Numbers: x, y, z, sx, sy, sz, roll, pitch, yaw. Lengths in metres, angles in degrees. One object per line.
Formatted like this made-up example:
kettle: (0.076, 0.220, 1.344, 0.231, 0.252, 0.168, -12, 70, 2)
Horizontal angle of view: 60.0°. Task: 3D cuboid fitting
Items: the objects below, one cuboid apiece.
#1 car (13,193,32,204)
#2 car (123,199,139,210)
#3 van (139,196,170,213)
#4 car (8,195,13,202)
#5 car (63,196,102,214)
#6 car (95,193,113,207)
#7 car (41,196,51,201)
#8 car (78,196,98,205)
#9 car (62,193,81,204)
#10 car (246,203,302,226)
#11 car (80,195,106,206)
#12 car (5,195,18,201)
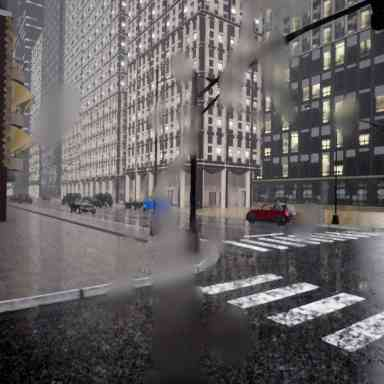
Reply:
car: (-30.507, 1.155, 60.539, 2.192, 1.841, 5.009, 1, -1, -35)
car: (-7.323, 1.584, 42.365, 2.008, 1.369, 4.403, 1, -1, -35)
van: (-4.048, 1.381, 37.762, 1.690, 1.788, 3.998, 1, -1, -35)
car: (-37.054, 1.397, 69.746, 1.947, 1.339, 4.313, 1, -1, -35)
car: (-10.882, 1.427, 32.908, 2.008, 1.369, 4.403, 1, -1, -35)
car: (-14.472, 1.255, 53.157, 2.150, 2.045, 5.566, 1, -1, -35)
car: (-36.767, 1.570, 83.807, 1.802, 1.307, 4.206, 1, -1, -35)
car: (-18.482, 1.525, 58.859, 1.837, 1.490, 4.892, 1, -1, -35)
car: (-20.027, 1.182, 55.613, 2.150, 2.045, 5.566, 1, -1, -35)
car: (5.766, 1.504, 23.947, 1.967, 1.590, 4.097, 1, -1, -35)
car: (-14.564, 1.535, 48.011, 1.994, 1.385, 4.181, 1, -1, -37)
car: (-40.325, 1.378, 74.350, 2.008, 1.369, 4.403, 1, -1, -35)
